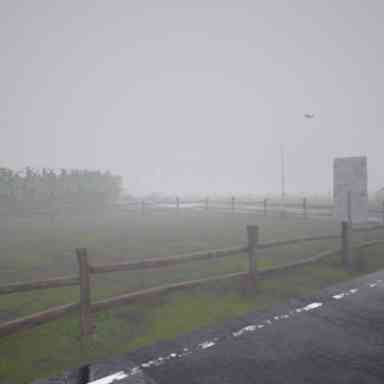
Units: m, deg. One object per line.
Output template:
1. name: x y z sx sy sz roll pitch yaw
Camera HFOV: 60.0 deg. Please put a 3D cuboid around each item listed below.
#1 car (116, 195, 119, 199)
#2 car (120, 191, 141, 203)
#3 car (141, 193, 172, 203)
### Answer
1. car: -12.625 0.553 60.615 2.097 1.767 4.553 -2 2 -36
2. car: -8.751 0.875 50.642 1.812 1.442 4.674 -2 1 -36
3. car: -5.146 0.839 50.511 2.033 1.411 5.357 -2 2 -36
